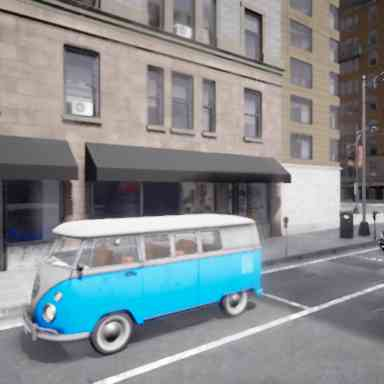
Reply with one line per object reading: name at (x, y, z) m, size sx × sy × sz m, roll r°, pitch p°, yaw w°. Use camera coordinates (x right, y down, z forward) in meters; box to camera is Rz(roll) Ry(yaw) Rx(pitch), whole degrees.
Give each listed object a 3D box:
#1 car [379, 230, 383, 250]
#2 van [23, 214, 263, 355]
car at (8.641, 1.477, 12.360) m, size 4.403 × 1.369 × 2.008 m, roll 0°, pitch 0°, yaw -36°
van at (-0.575, 1.327, 5.779) m, size 3.998 × 1.788 × 1.690 m, roll 0°, pitch 0°, yaw -36°
